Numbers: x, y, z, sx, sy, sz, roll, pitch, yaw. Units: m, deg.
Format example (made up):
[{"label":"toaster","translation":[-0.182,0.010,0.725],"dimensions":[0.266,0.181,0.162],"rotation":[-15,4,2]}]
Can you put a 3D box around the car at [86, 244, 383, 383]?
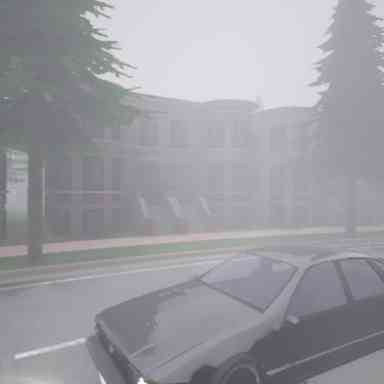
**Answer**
[{"label":"car","translation":[1.415,1.512,4.676],"dimensions":[5.357,1.411,2.033],"rotation":[0,1,-30]}]
